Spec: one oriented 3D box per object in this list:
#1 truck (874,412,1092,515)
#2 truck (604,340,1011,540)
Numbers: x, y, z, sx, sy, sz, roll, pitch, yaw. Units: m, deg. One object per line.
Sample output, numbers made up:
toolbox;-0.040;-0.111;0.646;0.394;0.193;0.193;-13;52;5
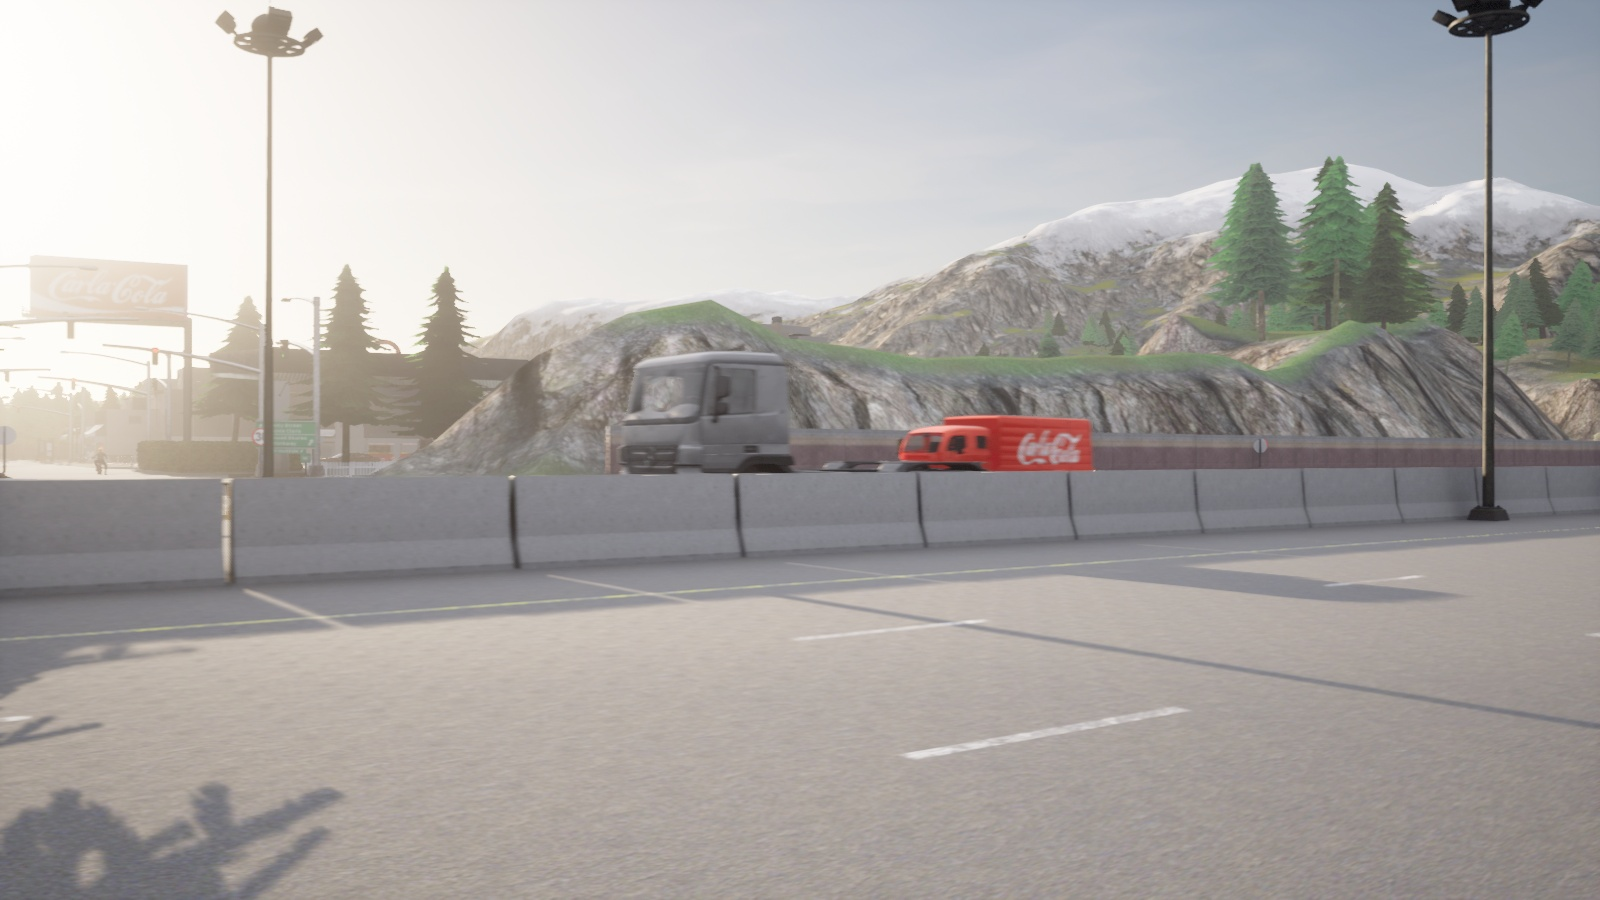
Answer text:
truck;4.792;0.332;32.580;5.204;2.467;2.627;0;0;-35
truck;0.327;-0.176;25.211;7.936;3.462;2.891;0;0;-35
